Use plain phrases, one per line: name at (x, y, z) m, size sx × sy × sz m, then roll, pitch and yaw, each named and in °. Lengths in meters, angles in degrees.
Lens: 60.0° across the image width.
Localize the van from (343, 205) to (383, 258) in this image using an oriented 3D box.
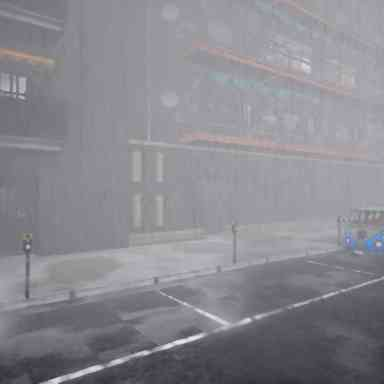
van at (6.844, 1.340, 11.438) m, size 3.998 × 1.788 × 1.690 m, roll 0°, pitch 0°, yaw -36°
